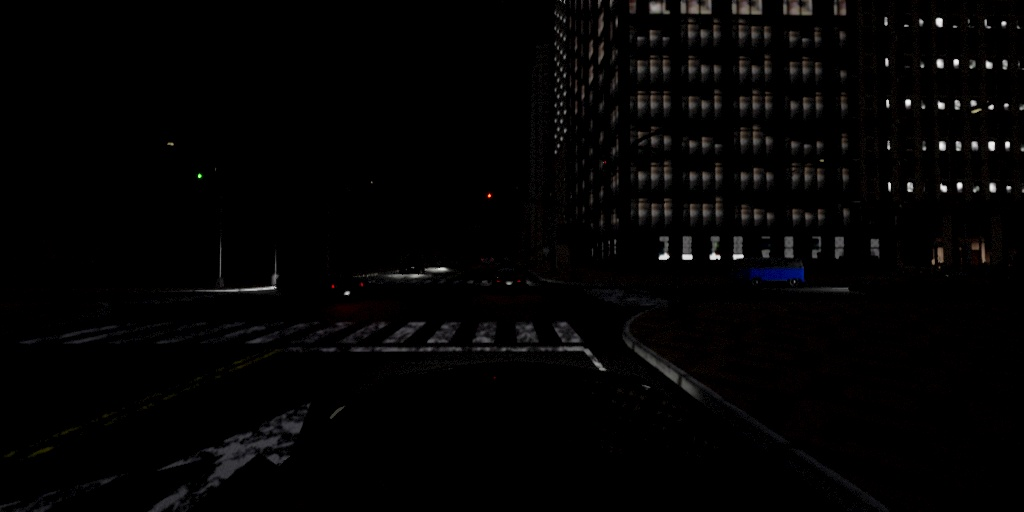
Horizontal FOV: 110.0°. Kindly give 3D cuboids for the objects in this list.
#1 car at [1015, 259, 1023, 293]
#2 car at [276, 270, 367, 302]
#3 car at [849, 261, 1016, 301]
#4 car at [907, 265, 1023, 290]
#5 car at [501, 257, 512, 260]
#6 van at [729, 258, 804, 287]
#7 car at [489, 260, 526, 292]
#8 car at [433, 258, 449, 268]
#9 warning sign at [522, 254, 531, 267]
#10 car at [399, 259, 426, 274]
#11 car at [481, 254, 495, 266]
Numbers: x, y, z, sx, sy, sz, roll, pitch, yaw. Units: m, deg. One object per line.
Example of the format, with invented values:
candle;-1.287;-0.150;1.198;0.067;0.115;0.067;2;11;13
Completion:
car;21.553;0.875;14.230;4.097;1.591;1.967;0;0;-2
car;-8.833;1.264;16.430;4.718;1.301;1.895;0;0;34
car;16.141;0.989;14.078;4.829;1.417;1.751;0;0;-2
car;25.158;1.135;19.761;4.718;1.301;1.895;0;-1;-2
car;-0.948;0.986;62.274;1.882;1.535;5.008;0;0;-1
van;15.633;0.978;22.091;3.998;1.789;1.690;0;0;-2
car;-0.187;1.171;20.385;1.812;1.442;4.674;0;0;-1
car;-10.650;1.009;54.106;2.128;1.511;4.902;0;0;-1
warning sign;2.084;0.642;50.819;1.300;1.860;1.060;0;0;-1
car;-10.403;1.069;37.635;1.837;1.490;4.892;0;0;-1
car;-4.198;0.729;62.253;2.150;2.045;5.566;0;0;-1
